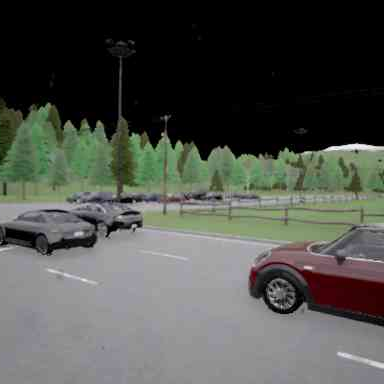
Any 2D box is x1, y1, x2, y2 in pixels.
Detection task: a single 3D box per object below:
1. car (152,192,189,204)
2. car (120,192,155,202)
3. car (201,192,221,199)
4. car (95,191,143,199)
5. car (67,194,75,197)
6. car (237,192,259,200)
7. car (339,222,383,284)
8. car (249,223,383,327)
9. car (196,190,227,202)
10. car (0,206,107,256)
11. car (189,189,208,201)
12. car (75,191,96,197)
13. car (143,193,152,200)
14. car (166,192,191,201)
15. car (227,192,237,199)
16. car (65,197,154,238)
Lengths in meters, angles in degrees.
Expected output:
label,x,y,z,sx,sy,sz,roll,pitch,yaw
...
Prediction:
label,x,y,z,sx,sy,sz,roll,pitch,yaw
car,-2.932,0.875,46.741,1.812,1.442,4.674,2,1,37
car,-8.310,0.745,51.246,2.033,1.411,5.357,2,1,37
car,3.970,0.727,67.531,1.812,1.442,4.674,2,1,37
car,-8.504,0.826,39.246,1.882,1.535,5.008,2,1,36
car,-14.117,0.702,43.422,1.837,1.490,4.892,2,1,36
car,11.551,0.901,65.987,2.033,1.411,5.357,2,1,37
car,6.329,1.609,8.063,4.718,1.301,1.895,2,1,36
car,3.325,1.335,5.918,4.553,1.767,2.097,1,1,36
car,3.236,0.828,54.989,1.882,1.535,5.008,2,1,37
car,-5.411,1.314,12.170,4.181,1.385,1.994,1,1,34
car,1.001,0.498,57.817,2.150,2.045,5.566,2,1,37
car,-11.541,0.625,41.005,2.097,1.767,4.553,2,1,36
car,-5.904,0.821,48.622,2.033,1.411,5.357,2,1,37
car,-2.316,0.704,59.220,1.837,1.490,4.892,2,1,37
car,8.319,0.775,67.522,1.837,1.490,4.892,2,1,37
car,-4.532,1.212,15.777,4.902,1.511,2.128,2,1,33
